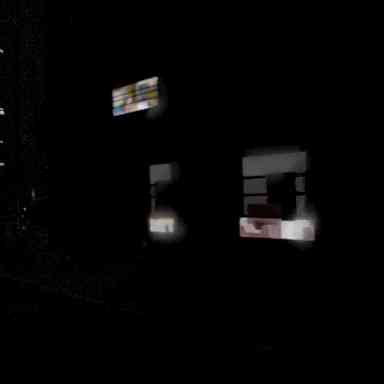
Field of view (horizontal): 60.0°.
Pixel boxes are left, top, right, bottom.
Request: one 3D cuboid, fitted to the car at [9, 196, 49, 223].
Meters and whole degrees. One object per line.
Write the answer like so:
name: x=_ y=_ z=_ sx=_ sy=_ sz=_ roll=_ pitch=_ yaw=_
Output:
car: x=-11.558 y=1.333 z=26.723 sx=2.150 sy=2.045 sz=5.566 roll=-2 pitch=-1 yaw=36
